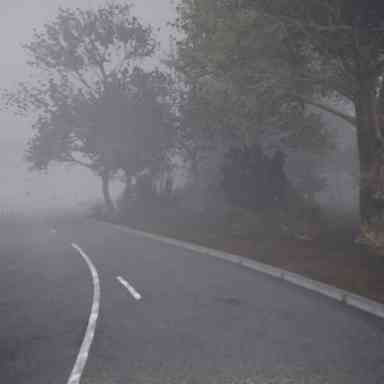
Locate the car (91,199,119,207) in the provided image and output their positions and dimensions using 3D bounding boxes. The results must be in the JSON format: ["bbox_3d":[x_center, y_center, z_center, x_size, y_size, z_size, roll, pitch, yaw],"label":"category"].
[{"bbox_3d":[-17.415,2.197,66.420,5.008,1.535,2.097,-1,0,9],"label":"car"}]

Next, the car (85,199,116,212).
[{"bbox_3d":[-12.707,2.127,46.730,1.895,1.301,4.718,-1,0,9],"label":"car"}]

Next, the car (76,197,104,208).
[{"bbox_3d":[-18.321,1.937,60.841,5.566,2.045,2.435,-1,0,9],"label":"car"}]

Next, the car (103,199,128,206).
[{"bbox_3d":[-16.533,2.241,72.001,4.674,1.452,2.002,-1,0,9],"label":"car"}]
